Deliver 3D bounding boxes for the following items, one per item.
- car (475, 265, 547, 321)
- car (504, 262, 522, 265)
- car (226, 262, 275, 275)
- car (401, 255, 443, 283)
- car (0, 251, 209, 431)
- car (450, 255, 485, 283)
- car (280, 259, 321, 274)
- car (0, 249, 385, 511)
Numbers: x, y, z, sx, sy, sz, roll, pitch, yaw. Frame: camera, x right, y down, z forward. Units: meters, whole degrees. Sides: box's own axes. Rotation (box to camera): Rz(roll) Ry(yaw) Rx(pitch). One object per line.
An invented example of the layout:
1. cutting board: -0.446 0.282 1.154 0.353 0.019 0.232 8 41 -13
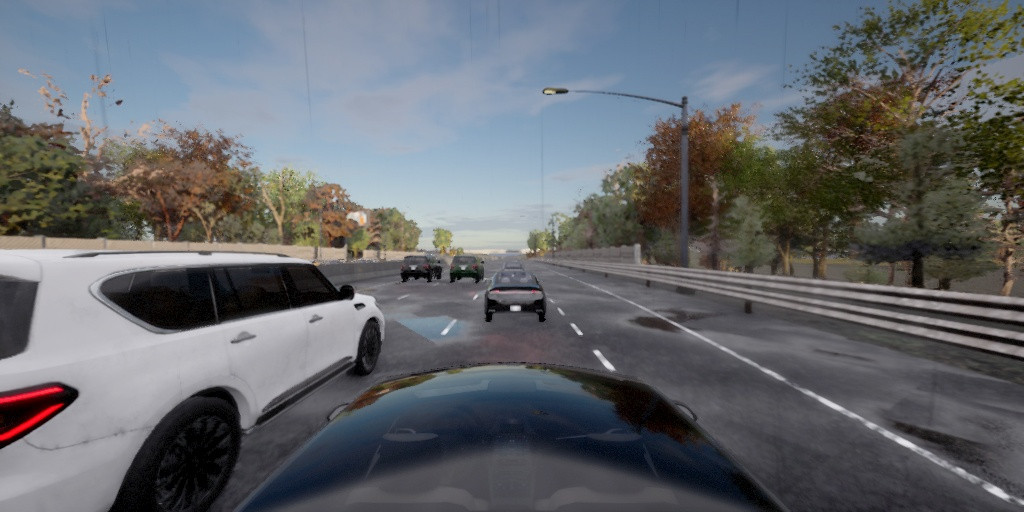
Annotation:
1. car: 0.101 1.228 12.325 2.128 1.511 4.902 0 0 0
2. car: 0.103 1.214 28.682 2.128 1.511 4.902 0 0 0
3. car: -28.087 1.322 38.734 1.895 1.301 4.718 0 0 0
4. car: -6.902 0.945 27.802 2.150 2.045 5.566 0 0 0
5. car: -6.901 0.969 4.102 2.150 2.045 5.566 0 0 0
6. car: -3.402 0.945 27.790 2.150 2.045 5.566 0 0 0
7. car: -24.580 1.198 41.890 1.882 1.535 5.008 0 0 0
8. car: -3.401 0.968 4.212 2.150 2.045 5.566 0 0 0
